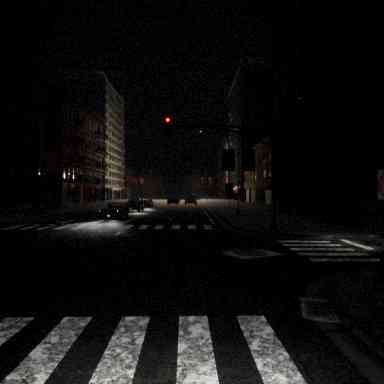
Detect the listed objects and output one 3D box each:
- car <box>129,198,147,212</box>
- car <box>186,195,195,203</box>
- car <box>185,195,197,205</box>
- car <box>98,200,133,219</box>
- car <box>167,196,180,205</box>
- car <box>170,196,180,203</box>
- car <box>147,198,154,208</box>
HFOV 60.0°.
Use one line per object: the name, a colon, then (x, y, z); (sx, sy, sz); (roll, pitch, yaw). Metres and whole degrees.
car: (-6.751, 1.522, 38.740); (1.812, 1.442, 4.674); (0, 0, 0)
car: (-0.273, 1.464, 68.332); (1.882, 1.535, 5.008); (0, 0, 0)
car: (-0.233, 1.342, 58.300); (2.097, 1.767, 4.553); (0, 0, 0)
car: (-6.715, 1.600, 28.921); (1.895, 1.301, 4.718); (0, 0, 0)
car: (-3.390, 1.467, 59.731); (1.882, 1.535, 5.008); (0, 0, 0)
car: (-3.445, 1.587, 69.884); (1.895, 1.301, 4.718); (0, 0, 0)
car: (-6.787, 1.594, 48.778); (1.895, 1.301, 4.718); (0, 0, 0)
